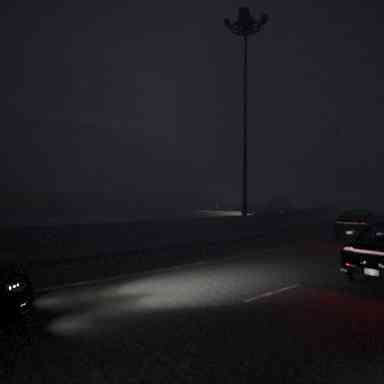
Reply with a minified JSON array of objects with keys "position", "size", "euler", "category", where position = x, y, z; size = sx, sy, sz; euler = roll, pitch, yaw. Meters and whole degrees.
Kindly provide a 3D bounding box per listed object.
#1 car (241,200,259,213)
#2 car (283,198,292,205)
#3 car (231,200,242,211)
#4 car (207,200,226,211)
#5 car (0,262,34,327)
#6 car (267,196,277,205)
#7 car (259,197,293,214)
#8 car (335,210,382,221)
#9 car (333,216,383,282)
[{"position":[8.052,1.965,41.488],"size":[1.994,1.385,4.181],"euler":[0,-1,25],"category":"car"},{"position":[22.132,2.224,76.887],"size":[1.812,1.442,4.674],"euler":[0,-1,14],"category":"car"},{"position":[6.970,1.940,47.768],"size":[2.128,1.511,4.902],"euler":[0,0,20],"category":"car"},{"position":[3.635,1.942,48.797],"size":[1.837,1.490,4.892],"euler":[0,0,20],"category":"car"},{"position":[-4.971,1.502,4.752],"size":[4.902,1.511,2.128],"euler":[1,-1,-35],"category":"car"},{"position":[19.428,1.972,80.501],"size":[2.150,2.045,5.566],"euler":[0,-1,14],"category":"car"},{"position":[9.473,1.589,36.464],"size":[2.150,2.045,5.566],"euler":[0,0,28],"category":"car"},{"position":[8.888,1.691,17.248],"size":[2.128,1.511,4.902],"euler":[0,-1,41],"category":"car"},{"position":[5.821,1.603,9.087],"size":[4.902,1.511,2.128],"euler":[1,-1,-42],"category":"car"}]
